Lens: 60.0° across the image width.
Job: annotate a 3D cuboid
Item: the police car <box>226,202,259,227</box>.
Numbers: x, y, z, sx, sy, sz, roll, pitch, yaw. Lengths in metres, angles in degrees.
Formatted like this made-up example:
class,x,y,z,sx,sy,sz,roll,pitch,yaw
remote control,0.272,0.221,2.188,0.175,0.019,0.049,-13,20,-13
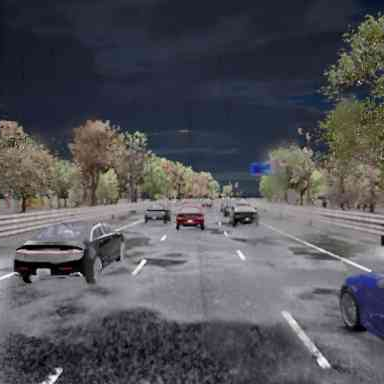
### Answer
class,x,y,z,sx,sy,sz,roll,pitch,yaw
police car,3.970,1.746,25.903,1.930,1.638,5.238,0,-1,2

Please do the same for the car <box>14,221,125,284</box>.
class,x,y,z,sx,sy,sz,roll,pitch,yaw
car,-3.303,1.611,9.903,2.128,1.511,4.902,0,-1,1

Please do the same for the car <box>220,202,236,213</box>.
class,x,y,z,sx,sy,sz,roll,pitch,yaw
car,5.025,2.149,47.519,2.033,1.411,5.357,0,-1,4

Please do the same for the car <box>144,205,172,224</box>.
class,x,y,z,sx,sy,sz,roll,pitch,yaw
car,-2.825,1.843,28.353,2.128,1.511,4.902,0,-1,2

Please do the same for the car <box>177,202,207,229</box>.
class,x,y,z,sx,sy,sz,roll,pitch,yaw
car,-0.024,1.776,24.212,1.882,1.535,5.008,0,0,2

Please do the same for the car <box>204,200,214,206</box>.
class,x,y,z,sx,sy,sz,roll,pitch,yaw
car,3.953,2.541,77.255,2.033,1.411,5.357,0,-1,6

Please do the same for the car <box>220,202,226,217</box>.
class,x,y,z,sx,sy,sz,roll,pitch,yaw
car,4.419,1.953,36.660,2.128,1.511,4.902,0,-1,3

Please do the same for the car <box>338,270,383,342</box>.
class,x,y,z,sx,sy,sz,roll,pitch,yaw
car,3.515,1.575,4.044,1.812,1.442,4.674,0,-1,0

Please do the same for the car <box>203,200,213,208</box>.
class,x,y,z,sx,sy,sz,roll,pitch,yaw
car,2.886,2.441,65.153,1.895,1.301,4.718,0,-1,5
